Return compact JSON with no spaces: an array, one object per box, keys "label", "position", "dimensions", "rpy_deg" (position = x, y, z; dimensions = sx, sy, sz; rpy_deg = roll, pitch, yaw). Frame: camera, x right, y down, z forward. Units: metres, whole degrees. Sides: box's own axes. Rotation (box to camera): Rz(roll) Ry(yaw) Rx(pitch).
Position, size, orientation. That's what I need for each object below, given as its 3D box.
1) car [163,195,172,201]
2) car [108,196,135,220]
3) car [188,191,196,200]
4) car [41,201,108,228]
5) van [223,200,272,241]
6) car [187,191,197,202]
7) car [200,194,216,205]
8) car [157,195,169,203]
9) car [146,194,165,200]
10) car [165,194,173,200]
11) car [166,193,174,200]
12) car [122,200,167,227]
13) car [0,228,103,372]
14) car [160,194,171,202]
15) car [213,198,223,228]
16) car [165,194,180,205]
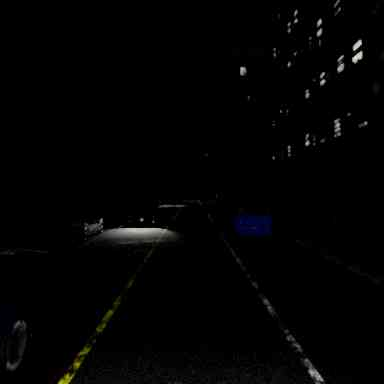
[{"label":"car","position":[-5.727,1.372,77.070],"dimensions":[1.802,1.307,4.206],"rpy_deg":[0,0,0]},{"label":"car","position":[-5.700,1.234,27.221],"dimensions":[2.192,1.841,5.009],"rpy_deg":[0,0,0]},{"label":"car","position":[-0.042,0.842,85.351],"dimensions":[2.150,2.045,5.566],"rpy_deg":[0,0,0]},{"label":"car","position":[-5.694,1.391,16.145],"dimensions":[1.967,1.590,4.097],"rpy_deg":[0,0,0]},{"label":"van","position":[2.687,1.291,16.151],"dimensions":[1.690,1.788,3.998],"rpy_deg":[0,0,0]},{"label":"car","position":[-0.033,1.162,68.827],"dimensions":[1.837,1.490,4.892],"rpy_deg":[0,0,0]},{"label":"car","position":[2.971,1.190,56.250],"dimensions":[2.097,1.767,4.553],"rpy_deg":[0,0,0]},{"label":"car","position":[-5.722,1.382,65.993],"dimensions":[1.947,1.339,4.313],"rpy_deg":[0,0,0]},{"label":"car","position":[-5.711,1.173,49.376],"dimensions":[2.192,1.841,5.009],"rpy_deg":[0,0,0]},{"label":"car","position":[-5.730,1.304,82.439],"dimensions":[1.752,1.417,4.829],"rpy_deg":[0,0,0]},{"label":"car","position":[-5.733,1.207,88.148],"dimensions":[1.967,1.590,4.097],"rpy_deg":[0,0,0]},{"label":"car","position":[-3.061,1.498,22.259],"dimensions":[1.994,1.385,4.181],"rpy_deg":[0,0,0]},{"label":"car","position":[-3.104,1.583,5.732],"dimensions":[1.895,1.301,4.718],"rpy_deg":[0,0,0]},{"label":"car","position":[-5.724,1.243,71.531],"dimensions":[1.967,1.590,4.097],"rpy_deg":[0,0,0]},{"label":"car","position":[2.684,1.374,21.691],"dimensions":[1.967,1.590,4.097],"rpy_deg":[0,0,0]},{"label":"car","position":[-3.092,1.347,55.077],"dimensions":[1.837,1.490,4.892],"rpy_deg":[0,0,0]}]
